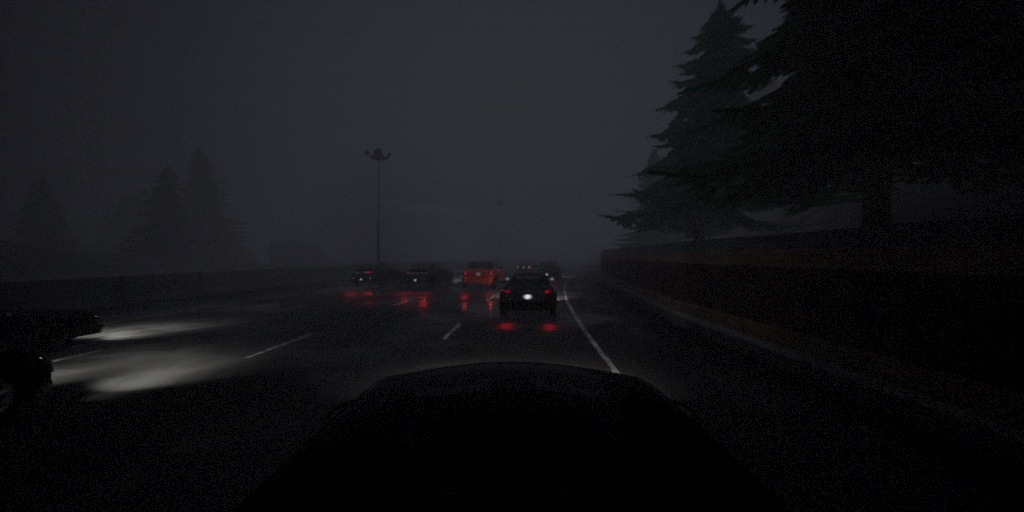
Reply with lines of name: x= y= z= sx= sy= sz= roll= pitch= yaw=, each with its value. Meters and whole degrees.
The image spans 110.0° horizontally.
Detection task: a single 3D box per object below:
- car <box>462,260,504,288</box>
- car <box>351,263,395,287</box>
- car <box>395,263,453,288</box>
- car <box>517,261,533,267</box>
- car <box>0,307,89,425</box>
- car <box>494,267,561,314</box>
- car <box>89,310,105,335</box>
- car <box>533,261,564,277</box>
car: x=-1.689 y=1.050 z=23.197 sx=2.097 sy=1.767 sz=4.553 roll=0 pitch=0 yaw=8
car: x=-8.683 y=1.196 z=23.867 sx=2.128 sy=1.511 sz=4.902 roll=0 pitch=0 yaw=9
car: x=-5.257 y=1.194 z=23.171 sx=2.128 sy=1.511 sz=4.902 roll=0 pitch=0 yaw=8
car: x=1.876 y=1.202 z=39.626 sx=2.033 sy=1.411 sz=5.357 roll=0 pitch=0 yaw=16
car: x=-6.815 y=1.260 z=2.528 sx=1.837 sy=1.490 sz=4.892 roll=0 pitch=0 yaw=-1
car: x=0.665 y=1.284 z=13.595 sx=1.994 sy=1.385 sz=4.181 roll=0 pitch=0 yaw=5
car: x=-10.313 y=1.299 z=5.689 sx=2.033 sy=1.411 sz=5.357 roll=0 pitch=0 yaw=1
car: x=3.282 y=1.179 z=30.884 sx=1.837 sy=1.490 sz=4.892 roll=0 pitch=0 yaw=12
